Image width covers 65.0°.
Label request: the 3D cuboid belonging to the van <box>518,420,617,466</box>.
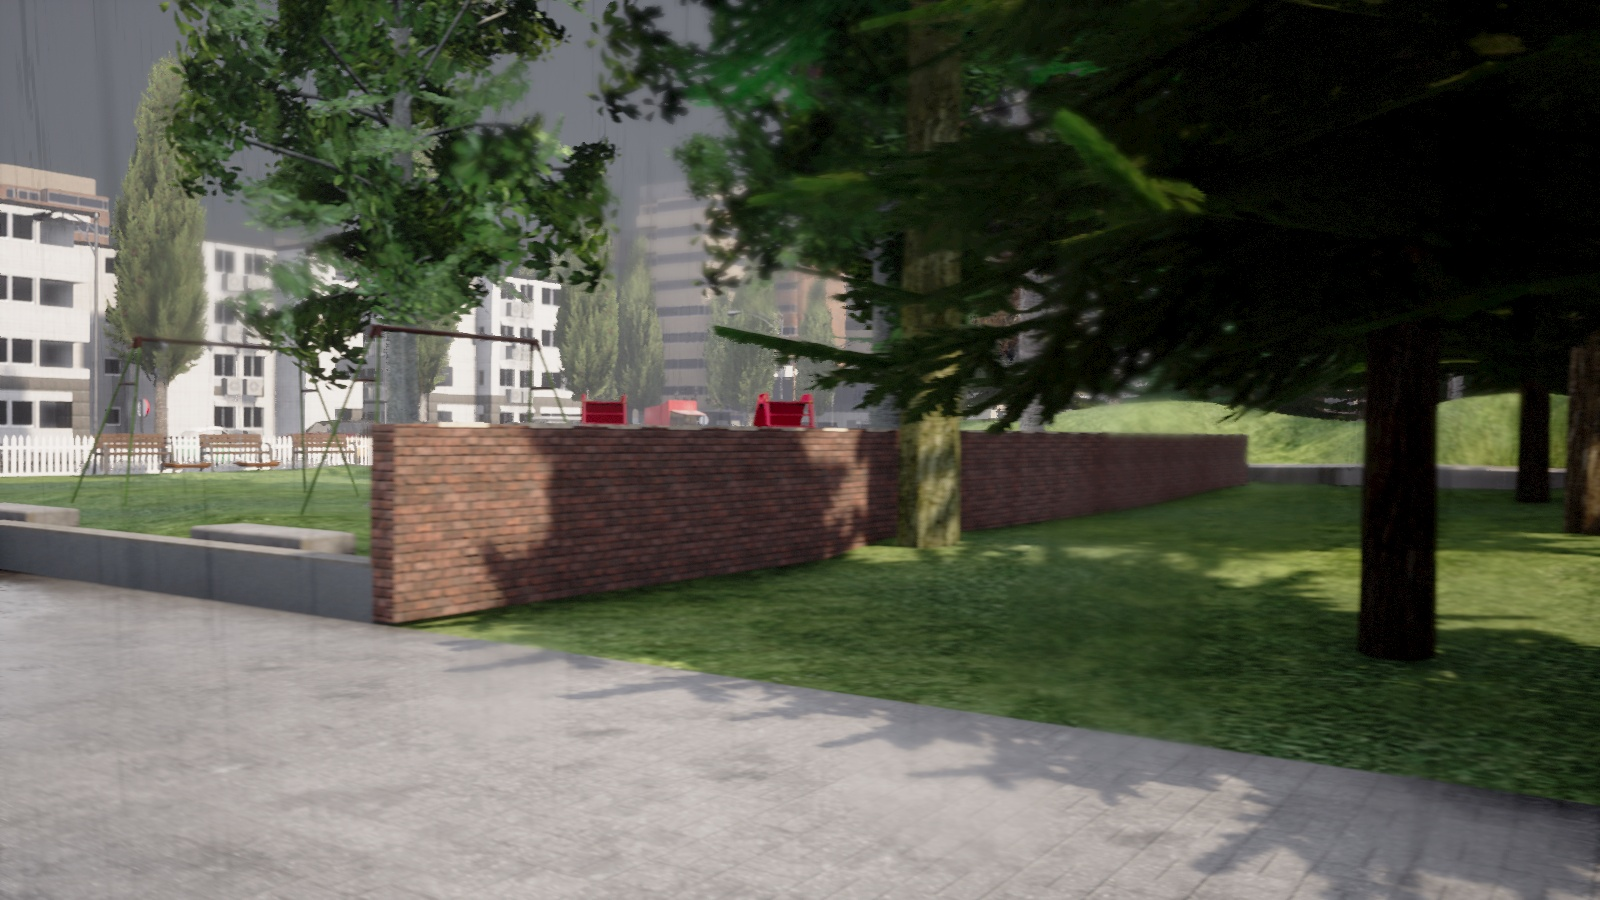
[{"bbox_3d":[-10.341,-0.336,56.176,1.775,1.987,4.442,0,1,34],"label":"van"}]

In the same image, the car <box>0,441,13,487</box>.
[{"bbox_3d":[-24.735,0.436,34.645,1.895,1.301,4.718,0,1,34],"label":"car"}]

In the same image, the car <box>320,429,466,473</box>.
[{"bbox_3d":[-15.575,0.005,48.333,1.801,1.575,5.366,0,1,34],"label":"car"}]

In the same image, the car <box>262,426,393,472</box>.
[{"bbox_3d":[-18.934,-0.090,50.506,2.097,1.767,4.553,0,1,34],"label":"car"}]

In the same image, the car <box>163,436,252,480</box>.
[{"bbox_3d":[-19.803,0.245,41.996,1.481,1.376,2.207,0,1,34],"label":"car"}]
